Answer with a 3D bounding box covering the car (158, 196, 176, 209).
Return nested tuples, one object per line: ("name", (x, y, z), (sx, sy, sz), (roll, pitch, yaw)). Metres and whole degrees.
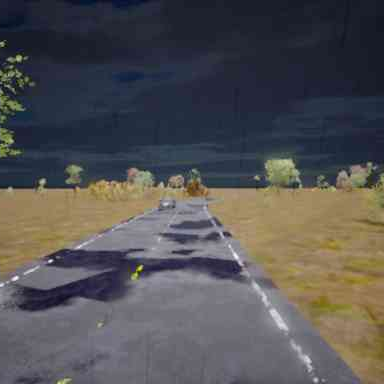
("car", (-2.951, 1.296, 40.442), (2.128, 1.511, 4.902), (0, 0, 1))
